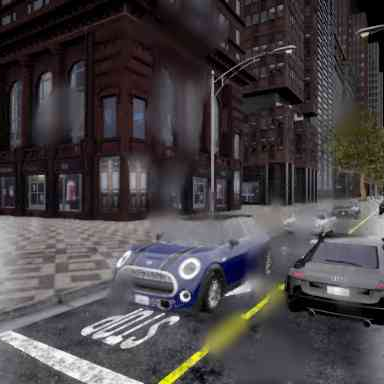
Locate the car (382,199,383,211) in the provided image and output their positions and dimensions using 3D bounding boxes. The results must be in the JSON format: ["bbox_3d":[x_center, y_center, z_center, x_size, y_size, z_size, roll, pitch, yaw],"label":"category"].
[{"bbox_3d":[25.459,1.597,42.378,2.033,1.411,5.357,0,0,32],"label":"car"}]

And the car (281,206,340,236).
[{"bbox_3d":[6.212,1.611,17.394,1.895,1.301,4.718,0,0,32],"label":"car"}]

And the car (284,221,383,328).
[{"bbox_3d":[3.416,1.569,7.058,1.994,1.385,4.181,0,0,32],"label":"car"}]

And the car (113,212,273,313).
[{"bbox_3d":[0.288,1.352,7.911,2.097,1.767,4.553,0,0,32],"label":"car"}]

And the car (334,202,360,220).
[{"bbox_3d":[13.358,1.584,28.825,1.994,1.385,4.181,0,0,32],"label":"car"}]

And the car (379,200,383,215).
[{"bbox_3d":[19.991,1.535,33.516,1.837,1.490,4.892,0,0,32],"label":"car"}]
